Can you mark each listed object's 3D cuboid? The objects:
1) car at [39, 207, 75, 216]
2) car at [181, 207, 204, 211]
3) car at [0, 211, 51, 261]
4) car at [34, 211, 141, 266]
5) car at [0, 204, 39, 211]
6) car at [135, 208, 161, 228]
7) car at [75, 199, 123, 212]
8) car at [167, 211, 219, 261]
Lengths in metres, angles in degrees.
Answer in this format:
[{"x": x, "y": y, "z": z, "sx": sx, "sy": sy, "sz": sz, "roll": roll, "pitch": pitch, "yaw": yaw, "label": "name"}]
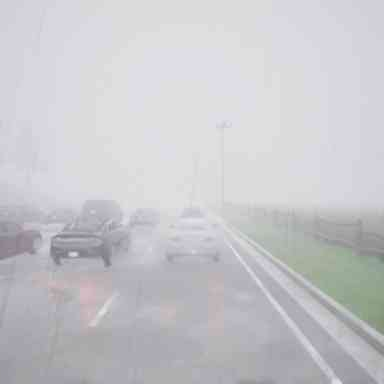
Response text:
[{"x": -10.457, "y": 1.950, "z": 27.425, "sx": 1.994, "sy": 1.385, "sz": 4.181, "roll": 0, "pitch": -1, "yaw": 1, "label": "car"}, {"x": 0.045, "y": 1.952, "z": 27.560, "sx": 1.994, "sy": 1.385, "sz": 4.181, "roll": 0, "pitch": -1, "yaw": 0, "label": "car"}, {"x": -6.966, "y": 1.639, "z": 11.377, "sx": 1.882, "sy": 1.535, "sz": 5.008, "roll": 0, "pitch": -1, "yaw": 1, "label": "car"}, {"x": -3.458, "y": 1.663, "z": 12.191, "sx": 2.128, "sy": 1.511, "sz": 4.902, "roll": 0, "pitch": -1, "yaw": 0, "label": "car"}, {"x": -13.959, "y": 1.733, "z": 27.194, "sx": 2.097, "sy": 1.767, "sz": 4.553, "roll": 0, "pitch": -1, "yaw": 1, "label": "car"}, {"x": -3.478, "y": 1.901, "z": 25.120, "sx": 2.033, "sy": 1.411, "sz": 5.357, "roll": 0, "pitch": -1, "yaw": 0, "label": "car"}, {"x": -6.970, "y": 1.591, "z": 26.162, "sx": 2.150, "sy": 2.045, "sz": 5.566, "roll": 0, "pitch": -1, "yaw": 0, "label": "car"}, {"x": 0.049, "y": 1.709, "z": 12.971, "sx": 1.812, "sy": 1.442, "sz": 4.674, "roll": 0, "pitch": -1, "yaw": 1, "label": "car"}]
